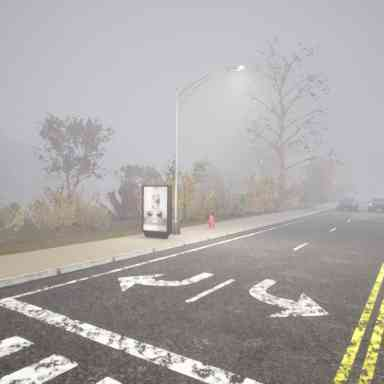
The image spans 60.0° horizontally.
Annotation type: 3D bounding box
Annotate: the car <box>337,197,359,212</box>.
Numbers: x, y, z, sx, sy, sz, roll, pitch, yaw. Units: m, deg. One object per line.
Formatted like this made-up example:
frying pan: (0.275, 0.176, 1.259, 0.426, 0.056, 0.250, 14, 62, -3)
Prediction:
car: (18.670, 1.390, 39.767, 2.097, 1.767, 4.553, 0, 0, 30)

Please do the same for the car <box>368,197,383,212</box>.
car: (21.473, 1.393, 38.124, 2.097, 1.767, 4.553, 0, 0, 30)
